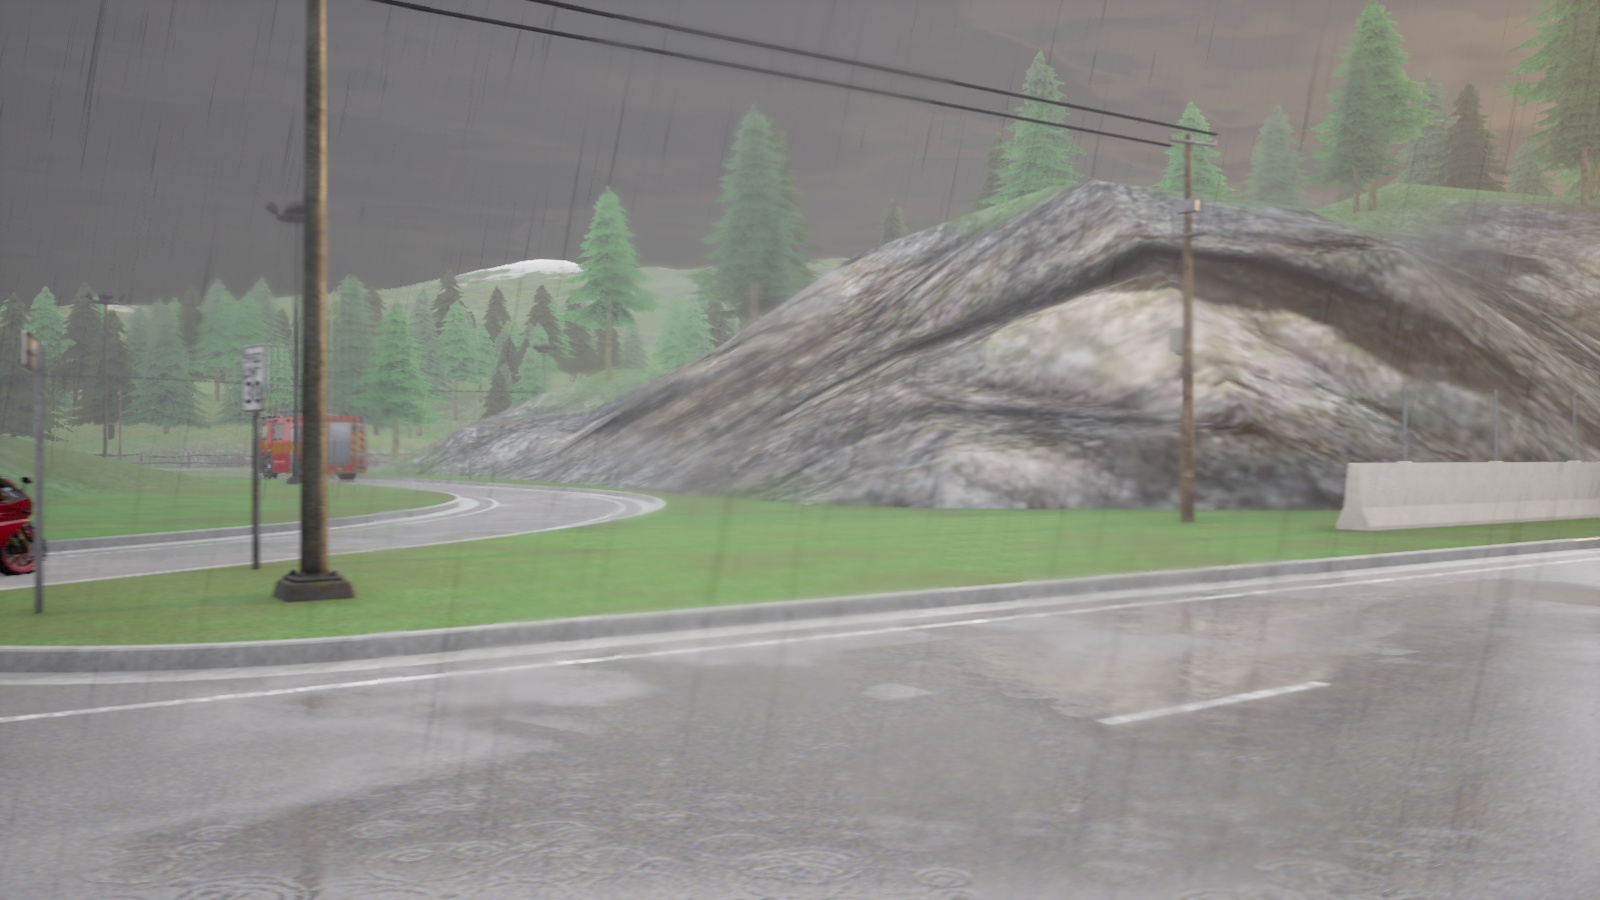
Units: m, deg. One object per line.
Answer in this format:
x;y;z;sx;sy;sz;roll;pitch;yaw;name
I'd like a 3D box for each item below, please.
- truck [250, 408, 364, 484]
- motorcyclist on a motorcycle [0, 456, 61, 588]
-26.594;-0.198;67.508;2.891;3.827;8.468;0;0;-42;truck
-9.819;0.836;14.442;0.866;1.530;2.191;0;0;22;motorcyclist on a motorcycle
